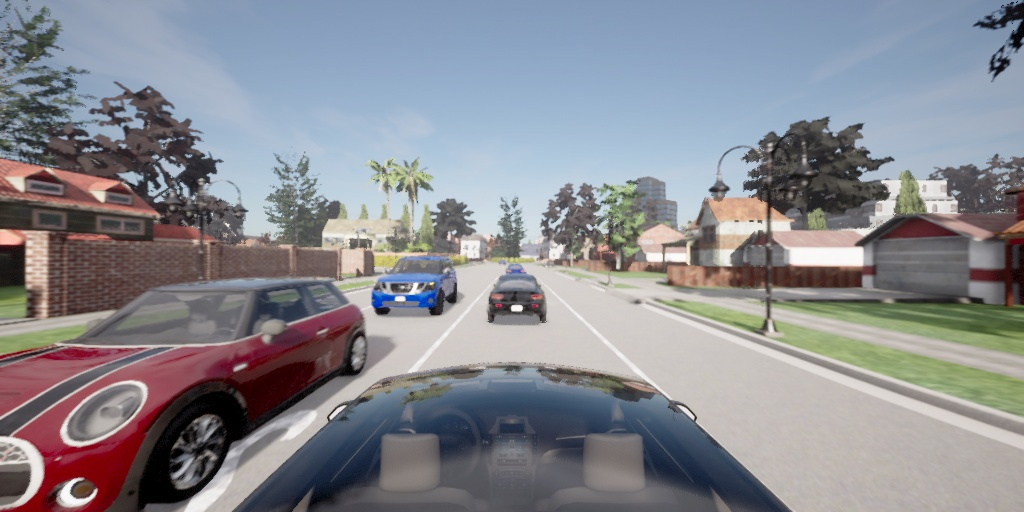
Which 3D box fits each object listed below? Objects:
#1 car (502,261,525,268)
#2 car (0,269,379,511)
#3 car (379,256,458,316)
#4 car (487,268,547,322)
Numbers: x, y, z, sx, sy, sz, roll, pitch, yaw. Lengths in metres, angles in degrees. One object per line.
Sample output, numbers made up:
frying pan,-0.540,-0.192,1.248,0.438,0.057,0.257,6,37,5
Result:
car,0.265,1.418,31.967,1.812,1.442,4.674,0,0,-2
car,-3.588,1.087,4.384,2.097,1.767,4.553,0,0,1
car,-3.480,1.002,13.987,2.150,2.045,5.566,0,0,0
car,0.172,1.323,12.417,1.812,1.442,4.674,0,0,1
